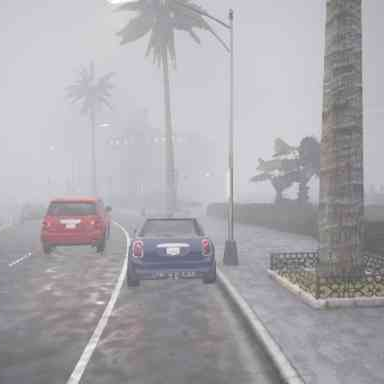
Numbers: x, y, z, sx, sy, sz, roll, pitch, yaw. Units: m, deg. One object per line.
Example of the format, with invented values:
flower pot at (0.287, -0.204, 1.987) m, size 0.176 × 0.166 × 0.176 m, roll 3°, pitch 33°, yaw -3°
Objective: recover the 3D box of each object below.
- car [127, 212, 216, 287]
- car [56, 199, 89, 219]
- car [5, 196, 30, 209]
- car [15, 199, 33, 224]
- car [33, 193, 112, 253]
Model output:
car at (-0.703, 1.352, 9.627) m, size 2.097 × 1.767 × 4.553 m, roll 0°, pitch 0°, yaw -7°
car at (-10.936, 1.470, 30.288) m, size 1.882 × 1.535 × 5.008 m, roll 0°, pitch 0°, yaw -31°
car at (-22.194, 1.508, 42.721) m, size 4.674 × 1.442 × 1.812 m, roll 0°, pitch 0°, yaw 38°
car at (-11.982, 1.539, 25.195) m, size 2.033 × 1.411 × 5.357 m, roll 0°, pitch 0°, yaw -26°
car at (-4.637, 1.221, 13.859) m, size 2.150 × 2.045 × 5.566 m, roll 0°, pitch 0°, yaw -11°
